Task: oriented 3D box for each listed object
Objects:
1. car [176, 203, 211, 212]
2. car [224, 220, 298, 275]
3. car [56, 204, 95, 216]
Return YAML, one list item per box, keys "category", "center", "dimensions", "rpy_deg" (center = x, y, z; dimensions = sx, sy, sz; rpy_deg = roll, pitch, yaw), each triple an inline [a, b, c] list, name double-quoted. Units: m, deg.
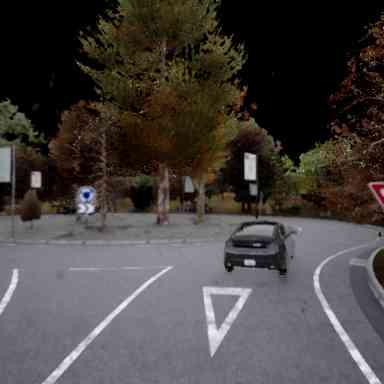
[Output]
- category: "car"
  center: [0.241, 2.138, 45.409]
  dimensions: [5.008, 1.535, 1.882]
  rpy_deg: [0, -1, 19]
- category: "car"
  center: [2.437, 1.741, 11.423]
  dimensions: [1.837, 1.490, 4.892]
  rpy_deg: [-1, -2, 20]
- category: "car"
  center: [-15.025, 2.142, 42.865]
  dimensions: [4.553, 1.767, 2.097]
  rpy_deg: [0, -1, -34]
